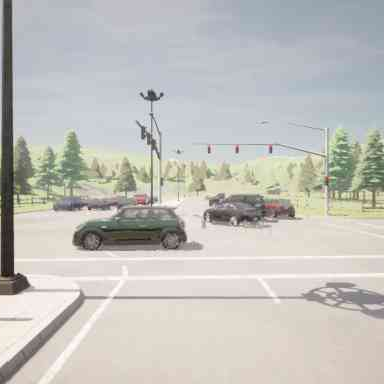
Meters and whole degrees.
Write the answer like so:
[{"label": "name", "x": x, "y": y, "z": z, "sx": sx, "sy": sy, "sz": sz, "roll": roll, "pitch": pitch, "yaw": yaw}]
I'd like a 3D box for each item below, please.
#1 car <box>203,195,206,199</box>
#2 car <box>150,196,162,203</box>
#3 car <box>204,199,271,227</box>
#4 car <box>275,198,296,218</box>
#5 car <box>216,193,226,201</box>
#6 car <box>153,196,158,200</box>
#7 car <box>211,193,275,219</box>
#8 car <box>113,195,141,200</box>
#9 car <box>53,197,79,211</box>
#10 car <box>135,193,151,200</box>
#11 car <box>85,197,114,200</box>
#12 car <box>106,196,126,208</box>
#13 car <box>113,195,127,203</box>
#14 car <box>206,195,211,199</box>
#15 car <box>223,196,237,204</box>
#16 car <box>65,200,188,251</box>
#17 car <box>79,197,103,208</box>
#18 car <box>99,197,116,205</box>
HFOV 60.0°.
[{"label": "car", "x": 3.854, "y": 1.476, "z": 84.119, "sx": 1.882, "sy": 1.535, "sz": 5.008, "roll": 0, "pitch": 0, "yaw": 2}, {"label": "car", "x": -7.884, "y": 1.524, "z": 72.664, "sx": 2.033, "sy": 1.411, "sz": 5.357, "roll": 0, "pitch": 0, "yaw": 0}, {"label": "car", "x": 2.713, "y": 1.491, "z": 23.124, "sx": 2.128, "sy": 1.511, "sz": 4.902, "roll": -1, "pitch": 0, "yaw": -33}, {"label": "car", "x": 7.243, "y": 1.352, "z": 29.848, "sx": 2.097, "sy": 1.767, "sz": 4.553, "roll": 1, "pitch": 0, "yaw": -19}, {"label": "car", "x": 7.361, "y": 1.223, "z": 84.325, "sx": 2.150, "sy": 2.045, "sz": 5.566, "roll": 0, "pitch": 0, "yaw": 2}, {"label": "car", "x": -7.984, "y": 1.546, "z": 61.996, "sx": 2.033, "sy": 1.411, "sz": 5.357, "roll": 0, "pitch": 0, "yaw": 0}, {"label": "car", "x": 4.010, "y": 1.220, "z": 27.407, "sx": 2.150, "sy": 2.045, "sz": 5.566, "roll": -1, "pitch": 0, "yaw": -22}, {"label": "car", "x": -8.045, "y": 1.476, "z": 41.722, "sx": 1.882, "sy": 1.535, "sz": 5.008, "roll": 0, "pitch": 0, "yaw": 0}, {"label": "car", "x": -15.051, "y": 1.351, "z": 40.352, "sx": 2.097, "sy": 1.767, "sz": 4.553, "roll": 0, "pitch": 0, "yaw": 0}, {"label": "car", "x": -8.032, "y": 1.220, "z": 51.656, "sx": 2.150, "sy": 2.045, "sz": 5.566, "roll": 0, "pitch": 0, "yaw": 0}, {"label": "car", "x": -11.549, "y": 1.563, "z": 41.605, "sx": 1.994, "sy": 1.385, "sz": 4.181, "roll": 0, "pitch": 0, "yaw": 0}, {"label": "car", "x": -11.533, "y": 1.476, "z": 50.583, "sx": 1.882, "sy": 1.535, "sz": 5.008, "roll": 0, "pitch": 0, "yaw": 0}, {"label": "car", "x": -14.912, "y": 1.498, "z": 69.160, "sx": 1.837, "sy": 1.490, "sz": 4.892, "roll": 0, "pitch": 0, "yaw": 0}, {"label": "car", "x": 3.666, "y": 1.503, "z": 54.448, "sx": 1.837, "sy": 1.490, "sz": 4.892, "roll": 0, "pitch": 0, "yaw": 0}, {"label": "car", "x": 7.177, "y": 1.545, "z": 62.772, "sx": 2.033, "sy": 1.411, "sz": 5.357, "roll": 0, "pitch": 0, "yaw": 0}, {"label": "car", "x": -2.452, "y": 1.352, "z": 13.662, "sx": 4.553, "sy": 1.767, "sz": 2.097, "roll": 0, "pitch": 0, "yaw": -3}, {"label": "car", "x": -15.036, "y": 1.546, "z": 49.811, "sx": 2.033, "sy": 1.411, "sz": 5.357, "roll": 0, "pitch": 0, "yaw": 0}, {"label": "car", "x": -15.005, "y": 1.562, "z": 59.049, "sx": 1.994, "sy": 1.385, "sz": 4.181, "roll": 0, "pitch": 0, "yaw": 0}]
